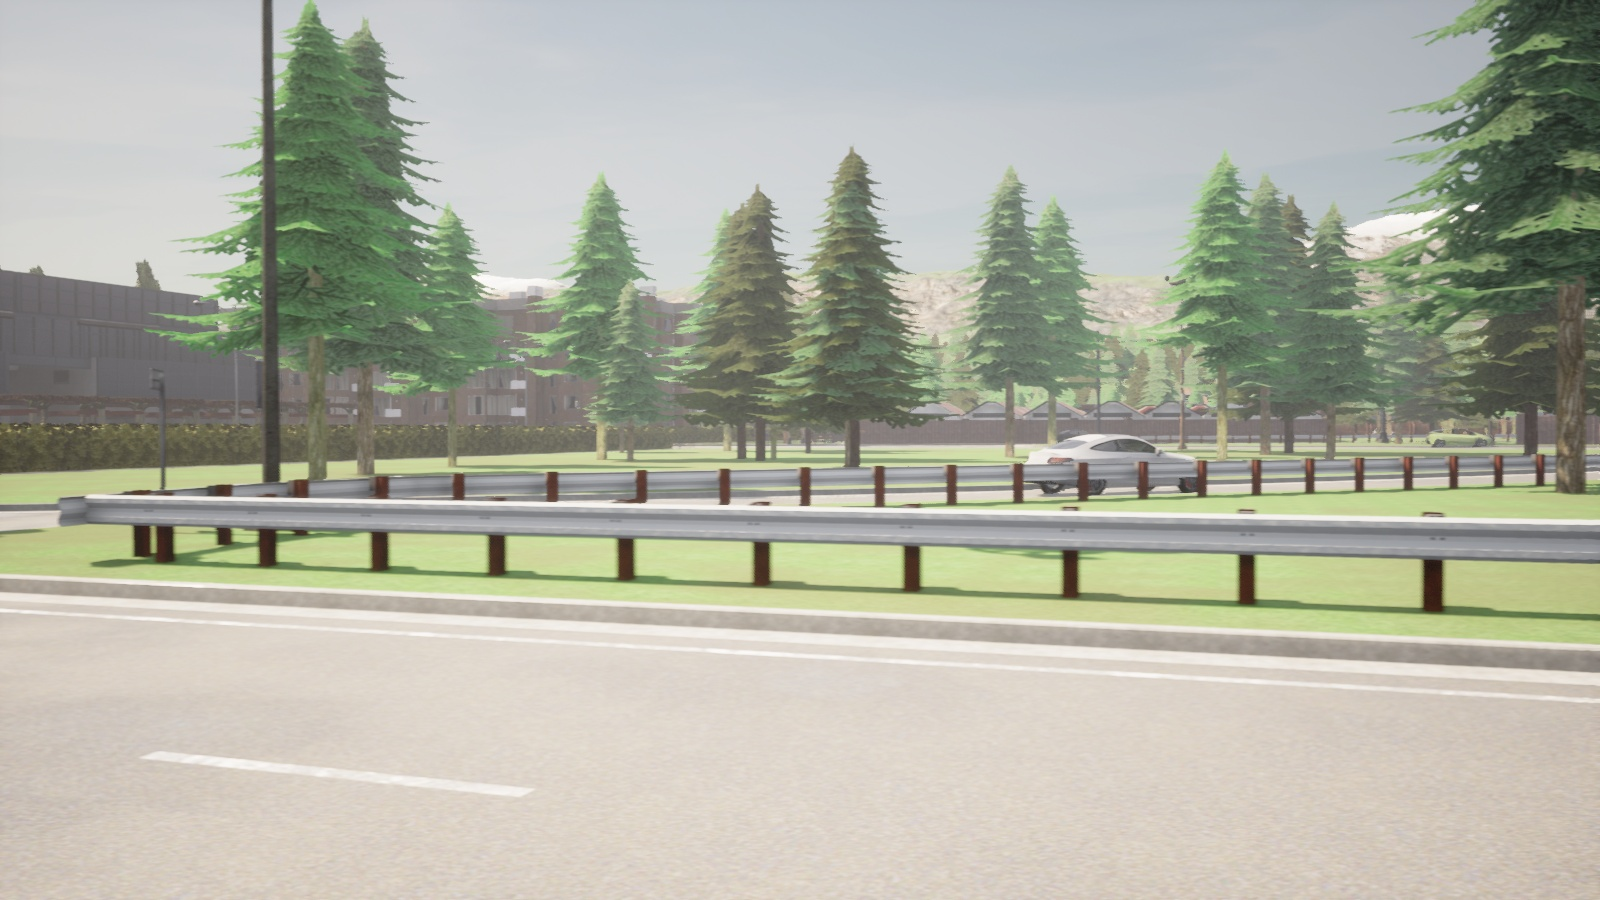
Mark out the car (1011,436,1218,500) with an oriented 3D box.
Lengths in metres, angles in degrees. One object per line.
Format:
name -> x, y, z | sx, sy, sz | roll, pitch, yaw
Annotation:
car -> 7.555, 0.398, 30.122 | 4.674, 1.442, 1.812 | 0, 1, -23
